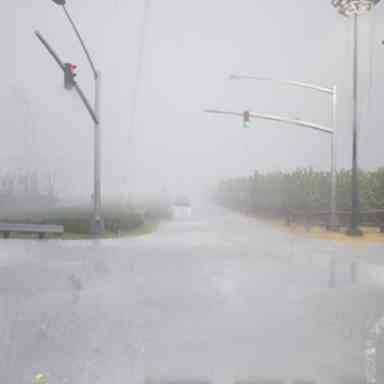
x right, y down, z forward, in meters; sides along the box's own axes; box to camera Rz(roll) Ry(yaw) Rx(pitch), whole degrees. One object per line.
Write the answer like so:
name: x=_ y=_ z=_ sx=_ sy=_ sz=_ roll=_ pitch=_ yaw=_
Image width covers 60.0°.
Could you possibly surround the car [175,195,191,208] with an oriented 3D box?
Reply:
car: x=-1.216 y=1.218 z=42.835 sx=1.882 sy=1.535 sz=5.008 roll=0 pitch=2 yaw=-3
